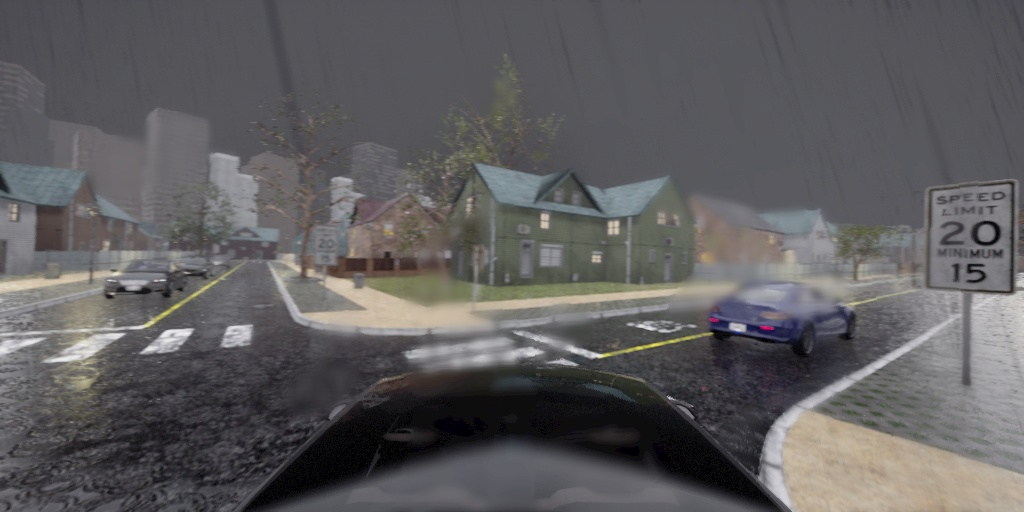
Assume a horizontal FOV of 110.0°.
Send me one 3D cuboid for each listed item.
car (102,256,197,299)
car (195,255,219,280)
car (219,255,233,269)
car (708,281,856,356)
[{"bbox_3d":[-15.268,0.892,15.171,2.128,1.511,4.902,3,-1,-35],"label":"car"},{"bbox_3d":[-21.932,0.790,24.758,1.837,1.490,4.892,3,0,-35],"label":"car"},{"bbox_3d":[-32.151,0.609,39.604,2.128,1.511,4.902,3,-1,-34],"label":"car"},{"bbox_3d":[6.648,1.349,8.783,4.674,1.442,1.812,1,0,-34],"label":"car"}]
